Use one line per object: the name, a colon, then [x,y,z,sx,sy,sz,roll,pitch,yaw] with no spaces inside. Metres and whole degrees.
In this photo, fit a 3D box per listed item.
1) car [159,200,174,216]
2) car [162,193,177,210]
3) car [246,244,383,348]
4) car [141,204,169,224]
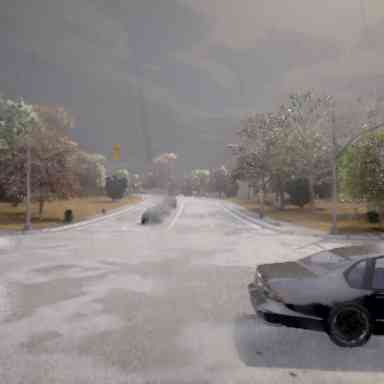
car: [-3.604,2.173,41.669,1.837,1.490,4.892,0,0,0]
car: [-3.563,1.683,53.778,2.150,2.045,5.566,0,1,1]
car: [3.707,1.661,5.826,5.357,1.411,2.033,0,-1,1]
car: [-3.611,2.204,31.494,2.033,1.411,5.357,0,-1,0]
